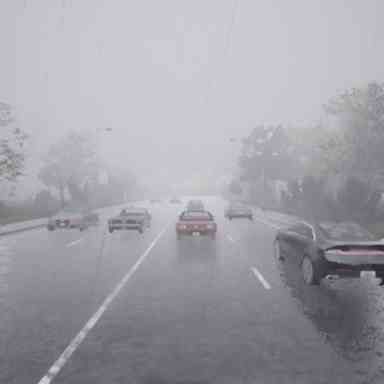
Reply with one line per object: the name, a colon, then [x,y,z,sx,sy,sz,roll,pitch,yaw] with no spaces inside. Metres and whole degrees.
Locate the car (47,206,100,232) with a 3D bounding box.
car: [-6.968,1.542,19.900,1.994,1.385,4.181,0,0,0]

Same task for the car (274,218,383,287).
car: [3.661,1.486,9.317,2.128,1.511,4.902,0,0,0]

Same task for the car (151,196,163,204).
car: [-6.573,1.446,62.197,1.837,1.490,4.892,0,0,1]

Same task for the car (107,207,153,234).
car: [-3.474,1.582,19.224,1.895,1.301,4.718,0,0,0]

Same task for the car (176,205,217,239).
car: [0.210,1.586,17.058,1.895,1.301,4.718,0,0,0]

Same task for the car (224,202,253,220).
car: [3.789,1.543,27.641,1.994,1.385,4.181,0,0,0]

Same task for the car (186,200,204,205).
car: [0.347,1.517,35.065,2.033,1.411,5.357,0,0,0]

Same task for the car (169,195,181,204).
car: [-3.086,1.297,61.371,2.097,1.767,4.553,0,0,1]
